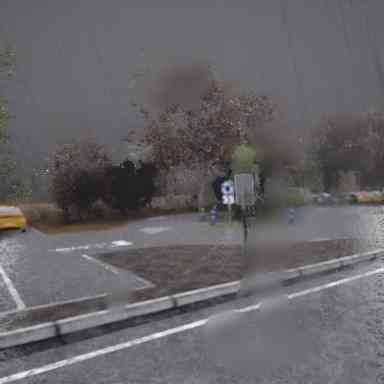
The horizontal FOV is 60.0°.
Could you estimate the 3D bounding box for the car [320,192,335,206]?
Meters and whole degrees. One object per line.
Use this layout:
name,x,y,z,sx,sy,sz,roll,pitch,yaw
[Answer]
car,12.980,0.800,37.255,2.002,1.452,4.674,-1,0,-35

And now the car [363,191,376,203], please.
car,19.828,0.664,42.274,1.946,1.575,5.366,-1,1,-35

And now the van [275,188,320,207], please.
van,10.863,0.558,35.614,1.878,1.987,4.442,-1,1,-35

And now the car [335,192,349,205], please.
car,15.261,0.777,38.853,2.002,1.452,4.674,-1,0,-35

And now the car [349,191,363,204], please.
car,17.632,0.736,40.544,2.163,1.488,4.792,-1,0,-35

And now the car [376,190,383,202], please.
car,22.117,0.615,43.878,1.946,1.575,5.366,-1,1,-35

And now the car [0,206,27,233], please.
car,-11.229,1.583,19.940,2.097,1.535,5.008,0,0,-35
